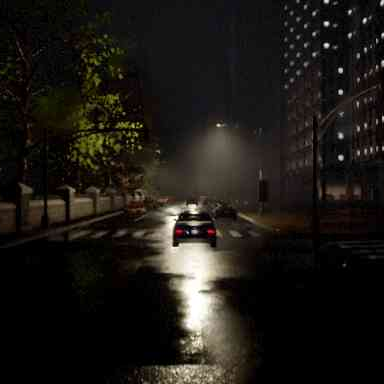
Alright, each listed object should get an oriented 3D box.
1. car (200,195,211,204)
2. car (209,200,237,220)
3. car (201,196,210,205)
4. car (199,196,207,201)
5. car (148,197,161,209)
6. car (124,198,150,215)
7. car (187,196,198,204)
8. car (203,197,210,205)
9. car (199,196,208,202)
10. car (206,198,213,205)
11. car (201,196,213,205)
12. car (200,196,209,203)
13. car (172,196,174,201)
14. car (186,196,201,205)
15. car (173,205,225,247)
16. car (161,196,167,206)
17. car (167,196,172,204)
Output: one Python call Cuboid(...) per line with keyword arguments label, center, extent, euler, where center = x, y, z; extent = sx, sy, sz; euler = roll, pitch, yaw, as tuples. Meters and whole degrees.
Cuboid(label="car", center=(2.712, 1.509, 67.333), extent=(1.967, 1.590, 4.097), euler=(0, 0, 0))
Cuboid(label="car", center=(2.700, 1.584, 27.906), extent=(1.947, 1.339, 4.313), euler=(0, 0, 0))
Cuboid(label="car", center=(2.709, 1.595, 56.069), extent=(1.887, 1.381, 4.507), euler=(0, 0, 0))
Cuboid(label="car", center=(2.716, 1.682, 84.230), extent=(1.802, 1.307, 4.206), euler=(0, 0, 0))
Cuboid(label="car", center=(-5.675, 1.476, 44.807), extent=(1.967, 1.590, 4.097), euler=(0, 0, 0))
Cuboid(label="car", center=(-5.679, 1.605, 33.541), extent=(1.802, 1.307, 4.206), euler=(0, 0, 0))
Cuboid(label="car", center=(0.019, 1.614, 65.193), extent=(2.033, 1.411, 5.357), euler=(0, 0, 0))
Cuboid(label="car", center=(2.703, 1.595, 39.172), extent=(1.947, 1.339, 4.313), euler=(0, 0, 0))
Cuboid(label="car", center=(2.714, 1.640, 78.597), extent=(2.008, 1.369, 4.403), euler=(0, 0, 0))
Cuboid(label="car", center=(2.701, 1.589, 33.539), extent=(1.947, 1.339, 4.313), euler=(0, 0, 0))
Cuboid(label="car", center=(2.710, 1.500, 61.701), extent=(1.967, 1.590, 4.097), euler=(0, 0, 0))
Cuboid(label="car", center=(2.713, 1.630, 72.965), extent=(2.008, 1.369, 4.403), euler=(0, 0, 0))
Cuboid(label="car", center=(-5.668, 1.624, 72.967), extent=(1.887, 1.381, 4.507), euler=(0, 0, 0))
Cuboid(label="car", center=(0.016, 1.527, 54.777), extent=(1.882, 1.535, 5.008), euler=(0, 0, 0))
Cuboid(label="car", center=(0.106, 1.556, 15.111), extent=(2.033, 1.411, 5.357), euler=(0, 0, 0))
Cuboid(label="car", center=(-5.672, 1.576, 55.902), extent=(1.752, 1.417, 4.829), euler=(0, 0, 0))
Cuboid(label="car", center=(-5.668, 1.509, 67.335), extent=(1.967, 1.590, 4.097), euler=(0, 0, 0))
